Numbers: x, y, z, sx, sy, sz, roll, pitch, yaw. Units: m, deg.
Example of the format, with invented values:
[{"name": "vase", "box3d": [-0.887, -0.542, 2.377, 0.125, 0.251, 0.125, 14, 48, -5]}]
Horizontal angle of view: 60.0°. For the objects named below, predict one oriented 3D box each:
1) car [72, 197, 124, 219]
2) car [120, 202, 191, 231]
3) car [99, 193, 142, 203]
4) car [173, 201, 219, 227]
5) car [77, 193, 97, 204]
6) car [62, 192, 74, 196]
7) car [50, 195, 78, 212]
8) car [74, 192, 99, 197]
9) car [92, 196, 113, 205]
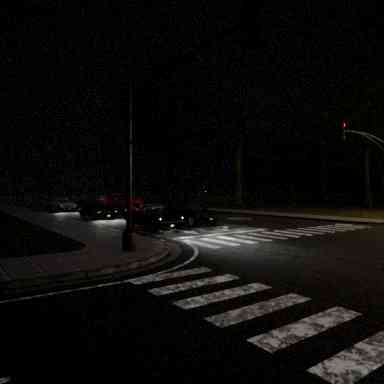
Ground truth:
[{"name": "car", "box3d": [-8.035, 1.454, 28.051, 2.033, 1.411, 5.357, 0, 0, -36]}, {"name": "car", "box3d": [-2.369, 1.542, 20.242, 1.895, 1.301, 4.718, 0, 0, -36]}, {"name": "car", "box3d": [-6.461, 1.117, 31.410, 2.150, 2.045, 5.566, 0, 0, -36]}, {"name": "car", "box3d": [-0.219, 1.410, 22.818, 1.882, 1.535, 5.008, 0, 0, -35]}, {"name": "car", "box3d": [-18.779, 1.163, 59.593, 2.097, 1.767, 4.553, 0, 0, -36]}, {"name": "car", "box3d": [-21.443, 1.039, 57.730, 2.150, 2.045, 5.566, 0, 0, -36]}, {"name": "car", "box3d": [-14.076, 1.401, 36.376, 1.812, 1.442, 4.674, 0, 0, -36]}, {"name": "car", "box3d": [-15.626, 1.187, 49.813, 2.097, 1.767, 4.553, 0, 0, -35]}, {"name": "car", "box3d": [-14.570, 1.349, 53.840, 1.812, 1.442, 4.674, 0, 0, -36]}]
